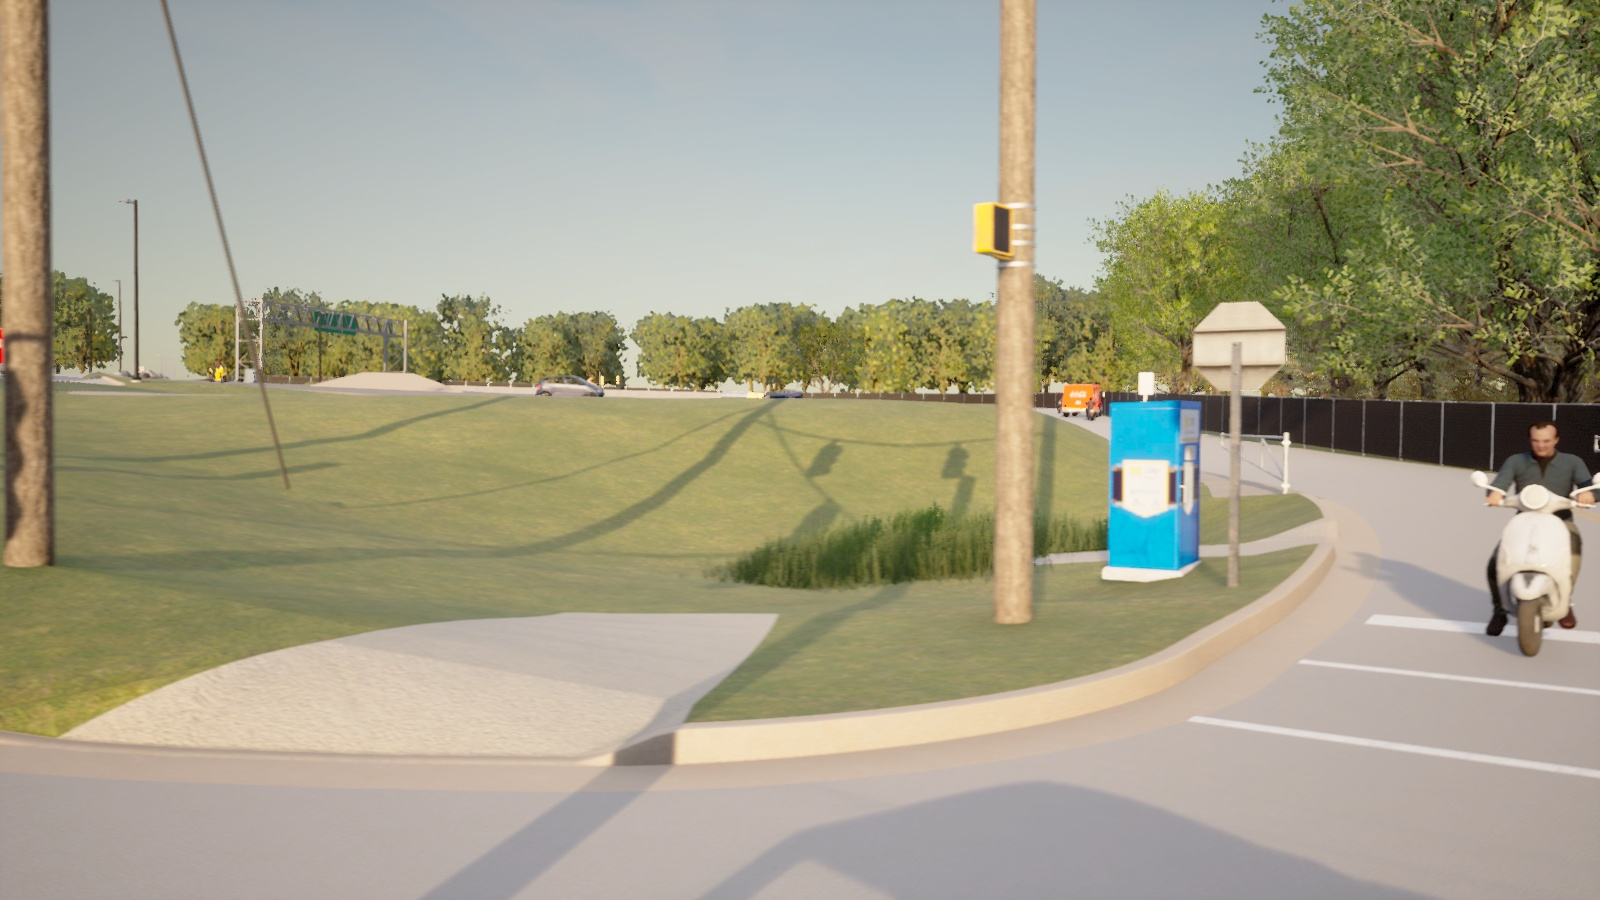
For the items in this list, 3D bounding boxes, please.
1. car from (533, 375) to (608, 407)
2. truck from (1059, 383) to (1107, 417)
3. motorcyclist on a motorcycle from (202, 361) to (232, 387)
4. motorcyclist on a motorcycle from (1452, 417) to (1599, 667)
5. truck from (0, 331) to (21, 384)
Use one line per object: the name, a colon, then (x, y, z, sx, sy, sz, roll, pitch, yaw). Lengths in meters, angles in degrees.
car: (-12.630, -3.253, 69.268, 3.705, 1.549, 1.789, 3, 4, 1)
truck: (21.206, -3.764, 93.945, 2.627, 2.467, 5.204, 1, 4, 22)
motorcyclist on a motorcycle: (-35.703, -4.672, 76.940, 2.044, 1.523, 0.797, 5, 3, 38)
motorcyclist on a motorcycle: (5.314, 0.567, 9.027, 0.866, 1.590, 1.817, 1, 2, 35)
truck: (-40.306, -4.653, 61.396, 5.204, 2.467, 2.627, 7, 5, 45)
